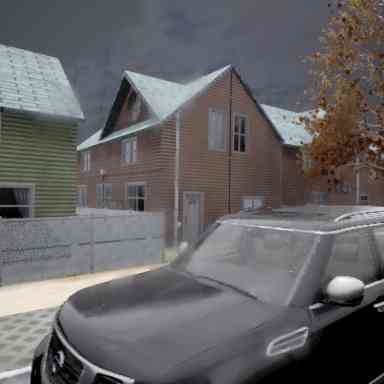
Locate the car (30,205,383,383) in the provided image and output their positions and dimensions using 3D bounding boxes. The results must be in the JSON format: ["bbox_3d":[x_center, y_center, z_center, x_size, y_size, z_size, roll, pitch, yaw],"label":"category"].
[{"bbox_3d":[1.205,1.223,3.938,5.566,2.045,2.150,0,0,-36],"label":"car"}]
